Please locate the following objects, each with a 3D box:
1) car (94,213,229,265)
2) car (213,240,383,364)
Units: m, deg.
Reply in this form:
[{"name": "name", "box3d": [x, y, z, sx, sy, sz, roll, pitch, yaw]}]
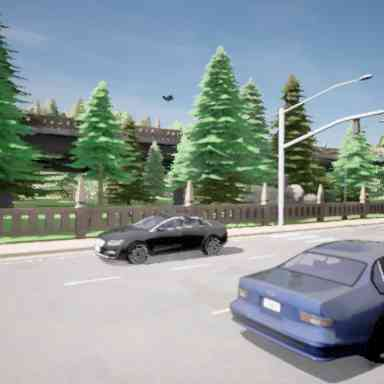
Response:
[{"name": "car", "box3d": [-0.916, 1.526, 11.778, 4.902, 1.511, 2.128, 1, 0, -34]}, {"name": "car", "box3d": [3.174, 1.591, 5.885, 5.357, 1.411, 2.033, 1, 0, -33]}]
